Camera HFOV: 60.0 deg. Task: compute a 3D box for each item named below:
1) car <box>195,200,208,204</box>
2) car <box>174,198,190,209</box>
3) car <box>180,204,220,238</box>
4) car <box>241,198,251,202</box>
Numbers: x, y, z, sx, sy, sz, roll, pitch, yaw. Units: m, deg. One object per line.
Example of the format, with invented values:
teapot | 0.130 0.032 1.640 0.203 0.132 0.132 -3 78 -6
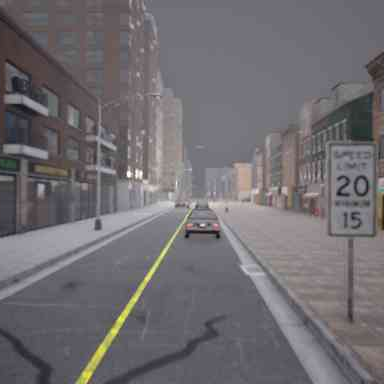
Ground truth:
car | 1.410 1.799 47.843 1.994 1.385 4.181 0 0 1
car | -1.412 1.622 48.856 2.097 1.767 4.553 0 0 2
car | 0.580 1.639 18.346 2.033 1.411 5.357 0 0 2
car | 15.766 2.241 91.628 4.313 1.339 1.947 1 -1 1
